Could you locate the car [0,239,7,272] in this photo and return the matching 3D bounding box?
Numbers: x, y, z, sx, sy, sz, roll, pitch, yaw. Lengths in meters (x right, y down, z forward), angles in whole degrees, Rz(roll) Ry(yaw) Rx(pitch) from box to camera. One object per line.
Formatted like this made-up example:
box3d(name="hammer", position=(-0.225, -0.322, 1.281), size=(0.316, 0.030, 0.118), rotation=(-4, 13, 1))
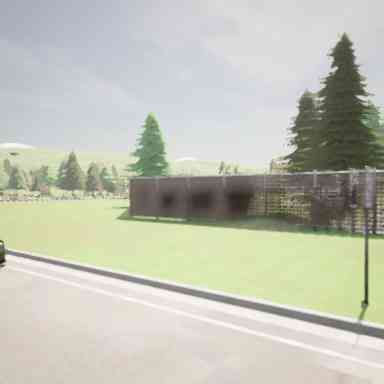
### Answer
box3d(name="car", position=(-6.833, 1.469, 8.867), size=(4.902, 1.511, 2.128), rotation=(0, 0, 36))
